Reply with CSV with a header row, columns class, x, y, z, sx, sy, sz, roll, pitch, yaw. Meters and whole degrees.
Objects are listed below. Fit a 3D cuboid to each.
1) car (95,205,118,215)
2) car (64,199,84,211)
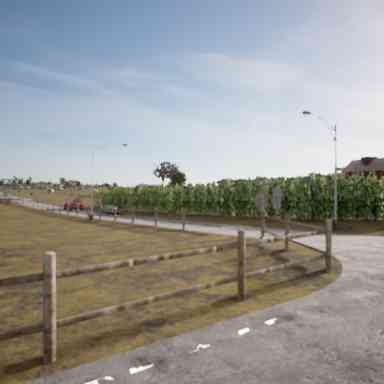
class,x,y,z,sx,sy,sz,roll,pitch,yaw
car,-11.783,2.480,45.984,1.994,1.385,4.181,2,-2,-36
car,-20.753,2.200,58.359,2.150,2.045,5.566,2,-1,-36
